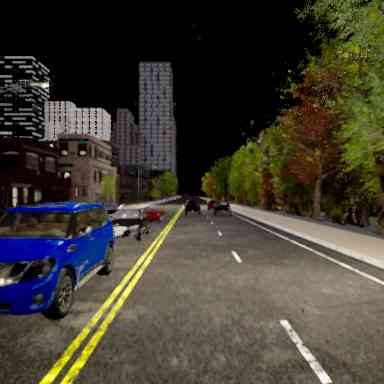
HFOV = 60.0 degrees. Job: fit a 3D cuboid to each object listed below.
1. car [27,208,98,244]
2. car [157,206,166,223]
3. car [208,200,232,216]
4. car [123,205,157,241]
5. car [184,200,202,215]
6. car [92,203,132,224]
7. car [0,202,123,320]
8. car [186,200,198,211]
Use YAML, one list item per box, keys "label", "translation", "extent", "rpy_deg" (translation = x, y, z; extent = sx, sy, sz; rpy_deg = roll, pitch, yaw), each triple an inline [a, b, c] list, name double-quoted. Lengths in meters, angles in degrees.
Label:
- label: "car"
  translation: [-6.602, 1.662, 17.610]
  extent: [1.837, 1.490, 4.892]
  rpy_deg: [0, -1, 0]
- label: "car"
  translation: [-3.342, 1.852, 28.183]
  extent: [1.895, 1.301, 4.718]
  rpy_deg: [0, -1, 0]
- label: "car"
  translation: [3.347, 1.825, 37.478]
  extent: [2.128, 1.511, 4.902]
  rpy_deg: [0, 0, 0]
- label: "car"
  translation: [-3.349, 1.651, 17.858]
  extent: [2.128, 1.511, 4.902]
  rpy_deg: [0, -1, 0]
- label: "car"
  translation: [0.096, 1.848, 38.679]
  extent: [1.837, 1.490, 4.892]
  rpy_deg: [0, -1, 0]
- label: "car"
  translation: [-6.593, 1.741, 27.942]
  extent: [2.128, 1.511, 4.902]
  rpy_deg: [0, -1, 0]
- label: "car"
  translation: [-3.352, 1.293, 7.839]
  extent: [2.150, 2.045, 5.566]
  rpy_deg: [0, -1, 0]
- label: "car"
  translation: [0.010, 1.963, 49.449]
  extent: [1.812, 1.442, 4.674]
  rpy_deg: [0, 0, 0]
